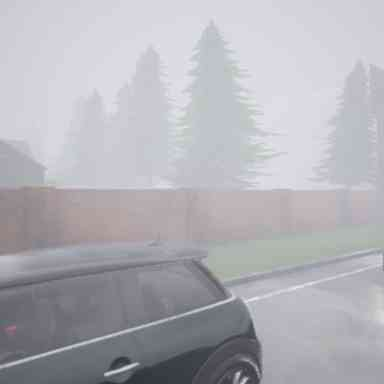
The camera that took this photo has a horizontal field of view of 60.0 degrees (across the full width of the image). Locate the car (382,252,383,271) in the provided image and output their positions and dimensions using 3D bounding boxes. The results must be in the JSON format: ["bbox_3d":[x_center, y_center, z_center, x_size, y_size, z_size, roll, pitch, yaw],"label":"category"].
[{"bbox_3d":[7.096,1.494,9.126,4.902,1.511,2.128,0,0,-36],"label":"car"}]

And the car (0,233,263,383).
[{"bbox_3d":[-1.526,1.352,2.905,4.553,1.767,2.097,0,0,-36],"label":"car"}]
